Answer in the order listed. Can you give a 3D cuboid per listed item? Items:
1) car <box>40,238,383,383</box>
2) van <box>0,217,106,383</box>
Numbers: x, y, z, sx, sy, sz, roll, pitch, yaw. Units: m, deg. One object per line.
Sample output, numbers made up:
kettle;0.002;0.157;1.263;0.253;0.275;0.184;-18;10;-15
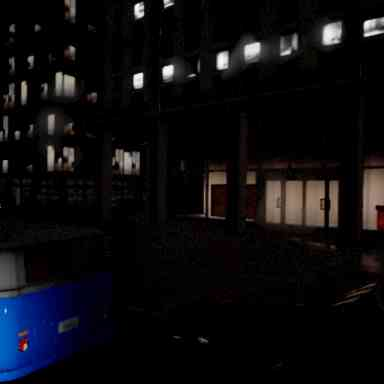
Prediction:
car;1.677;1.319;1.664;5.009;1.841;2.192;1;1;36
van;-2.945;1.303;4.972;3.998;1.788;1.690;1;1;36
